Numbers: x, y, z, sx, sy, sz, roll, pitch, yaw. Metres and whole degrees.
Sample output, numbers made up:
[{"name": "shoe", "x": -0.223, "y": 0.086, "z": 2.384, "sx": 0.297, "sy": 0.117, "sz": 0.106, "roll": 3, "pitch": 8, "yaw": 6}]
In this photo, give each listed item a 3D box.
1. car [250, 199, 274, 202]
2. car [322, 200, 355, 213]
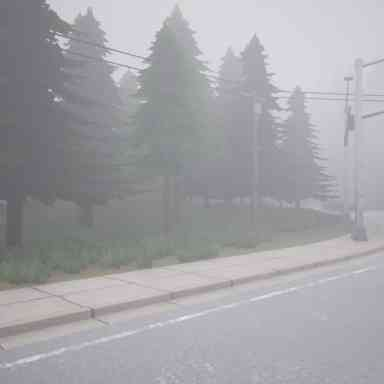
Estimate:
[{"name": "car", "x": 10.683, "y": 1.505, "z": 49.133, "sx": 1.837, "sy": 1.490, "sz": 4.892, "roll": 0, "pitch": 0, "yaw": -37}, {"name": "car", "x": 16.514, "y": 1.507, "z": 37.078, "sx": 1.837, "sy": 1.490, "sz": 4.892, "roll": 0, "pitch": -1, "yaw": -14}]
